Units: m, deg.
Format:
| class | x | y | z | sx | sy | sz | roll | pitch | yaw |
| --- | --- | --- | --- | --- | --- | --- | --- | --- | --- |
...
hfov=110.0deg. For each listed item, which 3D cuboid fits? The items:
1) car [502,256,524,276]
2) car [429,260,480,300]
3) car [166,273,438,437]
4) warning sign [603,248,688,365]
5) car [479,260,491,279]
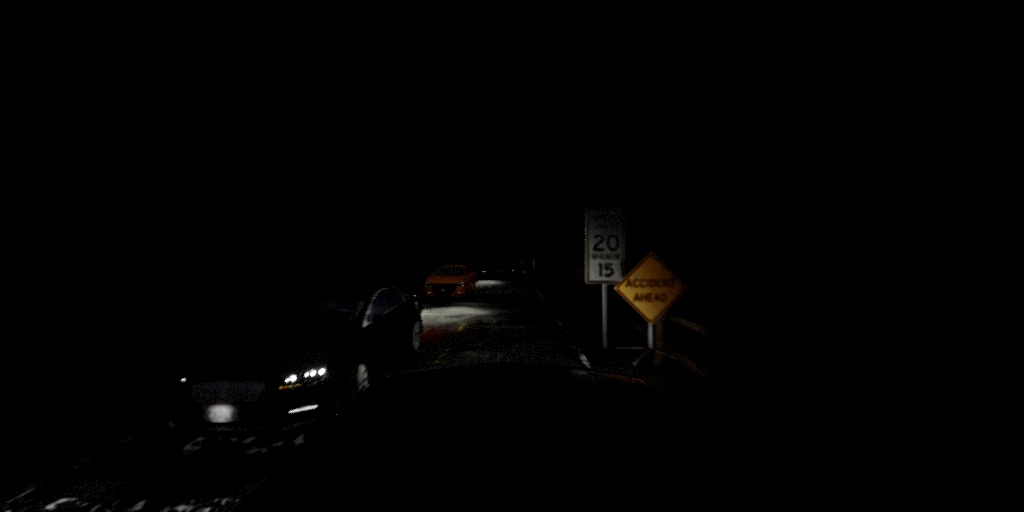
| class | x | y | z | sx | sy | sz | roll | pitch | yaw |
| --- | --- | --- | --- | --- | --- | --- | --- | --- | --- |
| car | 0.101 | 1.067 | 34.746 | 2.128 | 1.511 | 4.902 | 0 | 0 | 0 |
| car | -2.853 | 1.153 | 17.360 | 1.882 | 1.535 | 5.008 | 0 | 0 | 0 |
| car | -2.805 | 1.221 | 5.874 | 2.128 | 1.511 | 4.902 | 0 | 0 | -1 |
| warning sign | 2.449 | 0.844 | 6.345 | 1.300 | 1.860 | 1.060 | 0 | 0 | 0 |
| car | -2.837 | 1.110 | 29.919 | 1.837 | 1.490 | 4.892 | 0 | 0 | 0 |
